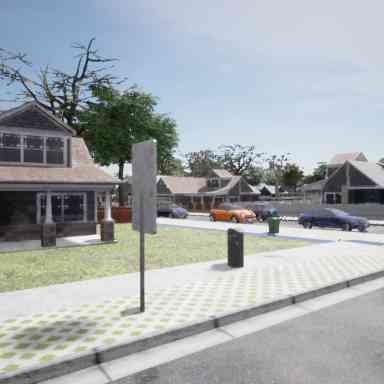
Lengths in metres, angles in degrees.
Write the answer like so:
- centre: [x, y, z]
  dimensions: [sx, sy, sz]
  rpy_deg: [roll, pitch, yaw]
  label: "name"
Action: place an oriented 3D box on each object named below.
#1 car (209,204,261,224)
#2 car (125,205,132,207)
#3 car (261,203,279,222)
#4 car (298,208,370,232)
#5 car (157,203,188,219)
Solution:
- centre: [3.620, 1.901, 30.153]
  dimensions: [2.097, 1.767, 4.553]
  rpy_deg: [0, -1, -36]
  label: "car"
- centre: [-8.579, 2.551, 46.434]
  dimensions: [1.837, 1.490, 4.892]
  rpy_deg: [0, 0, -35]
  label: "car"
- centre: [6.008, 1.889, 31.865]
  dimensions: [2.097, 1.767, 4.553]
  rpy_deg: [0, -1, -36]
  label: "car"
- centre: [9.306, 1.817, 22.181]
  dimensions: [1.812, 1.442, 4.674]
  rpy_deg: [0, -1, -33]
  label: "car"
- centre: [-2.386, 2.155, 38.281]
  dimensions: [2.097, 1.767, 4.553]
  rpy_deg: [0, -1, -37]
  label: "car"
